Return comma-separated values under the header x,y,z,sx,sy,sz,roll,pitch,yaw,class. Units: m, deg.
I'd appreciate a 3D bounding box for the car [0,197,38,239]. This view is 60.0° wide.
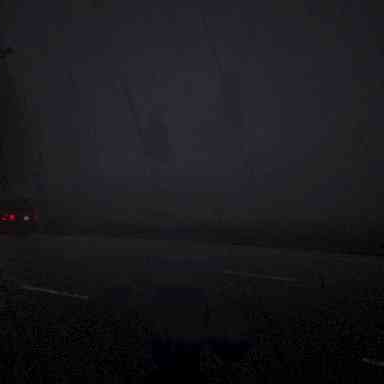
x,y,z,sx,sy,sz,roll,pitch,yaw,class
-10.102,1.287,15.851,5.566,2.045,2.150,0,0,16,car
